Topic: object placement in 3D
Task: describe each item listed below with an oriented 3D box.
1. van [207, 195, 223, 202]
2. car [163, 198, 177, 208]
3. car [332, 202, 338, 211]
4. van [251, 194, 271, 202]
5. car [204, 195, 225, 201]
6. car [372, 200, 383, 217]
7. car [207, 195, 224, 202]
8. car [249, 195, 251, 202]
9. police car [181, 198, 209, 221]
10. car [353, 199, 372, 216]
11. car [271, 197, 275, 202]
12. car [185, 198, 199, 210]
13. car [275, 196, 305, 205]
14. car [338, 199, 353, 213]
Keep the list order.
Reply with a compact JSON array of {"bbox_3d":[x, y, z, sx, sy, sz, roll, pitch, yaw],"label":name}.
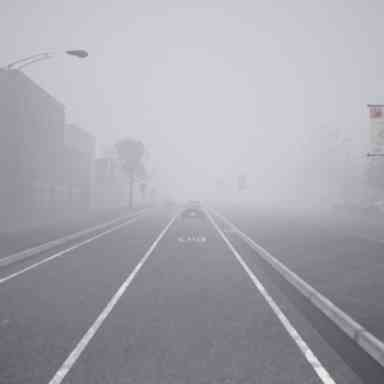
[{"bbox_3d":[6.356,1.726,93.353,4.442,1.987,1.878,0,-1,0],"label":"van"},{"bbox_3d":[-3.322,1.614,50.187,1.882,1.535,5.008,0,0,0],"label":"car"},{"bbox_3d":[18.710,1.594,38.544,4.674,1.452,2.002,0,0,0],"label":"car"},{"bbox_3d":[18.443,1.588,86.846,4.442,1.987,1.878,0,-1,0],"label":"van"},{"bbox_3d":[6.102,1.820,87.393,5.366,1.575,1.946,0,-1,0],"label":"car"},{"bbox_3d":[18.702,1.571,28.846,4.674,1.452,2.002,0,0,0],"label":"car"},{"bbox_3d":[6.295,1.754,90.314,4.553,1.767,2.185,0,-1,0],"label":"car"},{"bbox_3d":[18.723,1.866,89.638,5.366,1.575,1.946,0,-1,0],"label":"car"},{"bbox_3d":[0.090,1.583,28.627,2.038,1.542,4.974,0,0,0],"label":"police car"},{"bbox_3d":[18.713,1.538,31.995,5.008,1.535,2.097,0,0,0],"label":"car"},{"bbox_3d":[18.694,1.661,66.050,4.674,1.452,2.002,0,0,0],"label":"car"},{"bbox_3d":[0.026,1.654,47.422,1.812,1.442,4.674,0,0,0],"label":"car"},{"bbox_3d":[18.764,1.486,62.880,4.553,1.767,2.185,0,0,0],"label":"car"},{"bbox_3d":[18.704,1.547,35.268,4.892,1.521,2.231,0,0,0],"label":"car"}]
